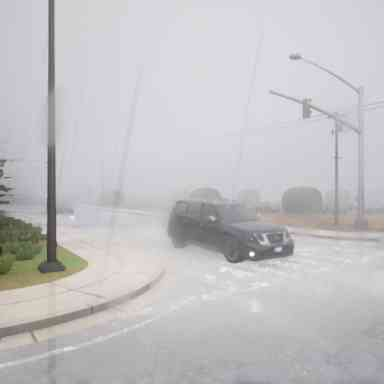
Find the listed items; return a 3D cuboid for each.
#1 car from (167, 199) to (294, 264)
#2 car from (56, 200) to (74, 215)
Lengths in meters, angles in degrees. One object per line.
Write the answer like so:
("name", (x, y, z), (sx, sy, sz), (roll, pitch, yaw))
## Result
("car", (1.119, 1.351, 12.526), (2.150, 2.045, 5.566), (0, 1, -34))
("car", (-13.398, 1.590, 33.796), (1.812, 1.442, 4.674), (0, 1, -34))
